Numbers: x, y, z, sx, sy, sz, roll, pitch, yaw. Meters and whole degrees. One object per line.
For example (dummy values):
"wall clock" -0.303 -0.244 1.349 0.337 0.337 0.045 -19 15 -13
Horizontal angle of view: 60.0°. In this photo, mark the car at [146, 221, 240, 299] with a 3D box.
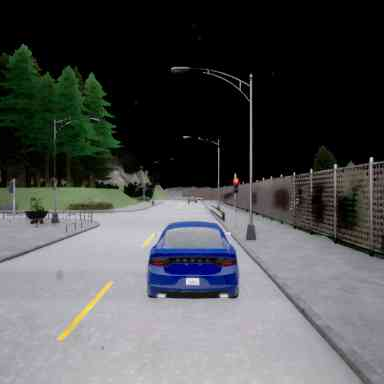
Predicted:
"car" 0.034 1.478 8.519 1.882 1.535 5.008 0 0 0

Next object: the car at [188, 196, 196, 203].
"car" 0.042 1.543 71.202 2.033 1.411 5.357 0 0 0
